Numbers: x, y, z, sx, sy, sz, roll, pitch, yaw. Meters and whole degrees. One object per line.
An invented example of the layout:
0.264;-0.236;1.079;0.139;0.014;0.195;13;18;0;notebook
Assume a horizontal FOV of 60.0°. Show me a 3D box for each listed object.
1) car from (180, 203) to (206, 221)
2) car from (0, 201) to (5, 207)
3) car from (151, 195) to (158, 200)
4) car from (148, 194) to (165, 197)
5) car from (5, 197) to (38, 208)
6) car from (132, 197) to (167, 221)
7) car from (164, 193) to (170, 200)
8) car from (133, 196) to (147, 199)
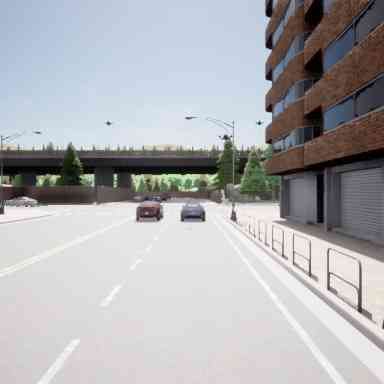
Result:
0.085;1.564;27.234;1.994;1.385;4.181;0;0;0;car
-27.733;1.508;44.085;4.181;1.385;1.994;0;0;0;car
-10.552;1.524;93.533;1.812;1.442;4.674;0;0;-3;car
-7.030;1.564;65.907;1.994;1.385;4.181;0;0;0;car
-24.706;1.470;47.803;4.674;1.442;1.812;0;0;0;car
-3.436;1.478;27.660;1.882;1.535;5.008;0;0;0;car
-7.000;1.540;79.926;2.033;1.411;5.357;0;0;0;car
-10.528;1.526;65.277;1.812;1.442;4.674;0;0;1;car
